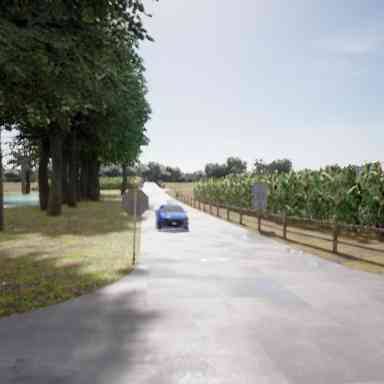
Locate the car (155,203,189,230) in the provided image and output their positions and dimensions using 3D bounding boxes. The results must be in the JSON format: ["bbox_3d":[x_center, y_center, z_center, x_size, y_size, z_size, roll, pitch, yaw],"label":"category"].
[{"bbox_3d":[-1.357,1.513,21.518,1.882,1.535,5.008,1,0,-8],"label":"car"}]
